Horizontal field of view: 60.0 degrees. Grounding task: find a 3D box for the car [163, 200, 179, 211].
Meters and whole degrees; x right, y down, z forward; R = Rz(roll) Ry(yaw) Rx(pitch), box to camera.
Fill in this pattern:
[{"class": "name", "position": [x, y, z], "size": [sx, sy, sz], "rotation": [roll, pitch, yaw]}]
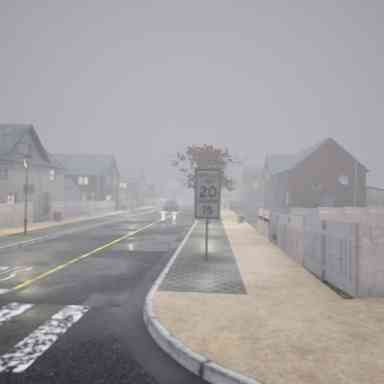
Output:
[{"class": "car", "position": [-2.977, 1.959, 47.752], "size": [1.837, 1.490, 4.892], "rotation": [1, -1, 4]}]
